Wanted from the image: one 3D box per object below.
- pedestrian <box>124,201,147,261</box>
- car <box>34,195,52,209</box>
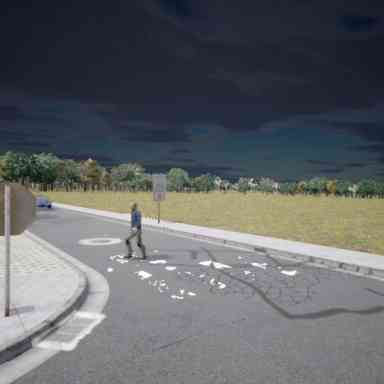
[{"bbox_3d":[-1.736,1.167,10.176,0.375,1.860,0.375,1,-1,-36],"label":"pedestrian"},{"bbox_3d":[-16.301,1.064,35.282,2.033,1.411,5.357,0,1,-36],"label":"car"}]
